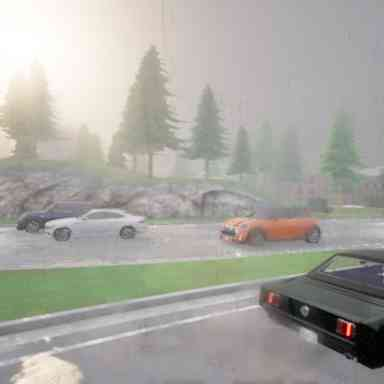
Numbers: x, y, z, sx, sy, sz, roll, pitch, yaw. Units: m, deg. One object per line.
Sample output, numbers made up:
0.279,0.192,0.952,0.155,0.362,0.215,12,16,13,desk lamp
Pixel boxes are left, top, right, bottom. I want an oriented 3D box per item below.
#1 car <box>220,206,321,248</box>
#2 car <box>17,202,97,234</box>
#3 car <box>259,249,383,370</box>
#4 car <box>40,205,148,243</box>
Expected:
3.566,1.439,15.152,4.553,1.767,2.097,1,0,-23,car
-7.245,1.324,18.745,4.553,1.767,2.097,1,0,-14,car
3.507,1.657,5.508,4.718,1.301,1.895,1,0,-29,car
-4.451,1.521,15.834,4.674,1.442,1.812,1,0,-17,car
